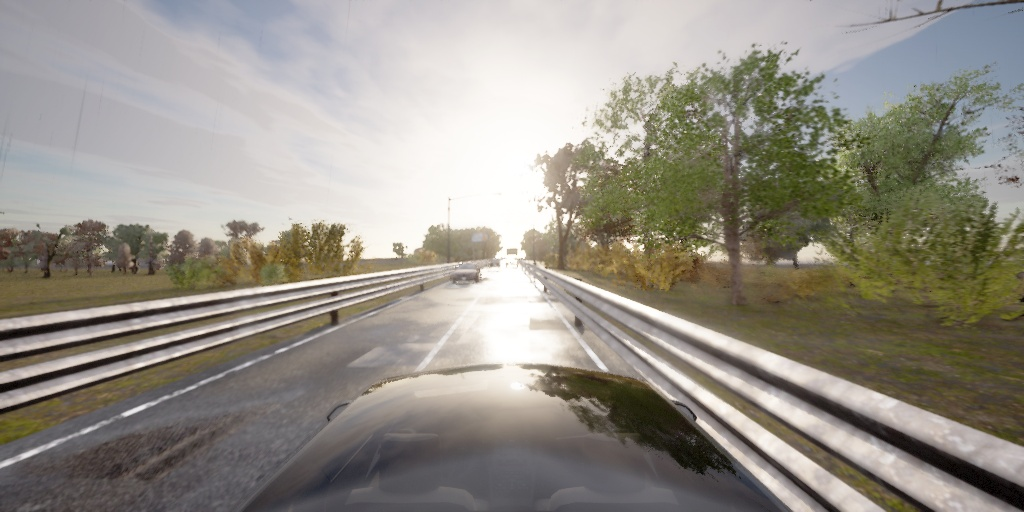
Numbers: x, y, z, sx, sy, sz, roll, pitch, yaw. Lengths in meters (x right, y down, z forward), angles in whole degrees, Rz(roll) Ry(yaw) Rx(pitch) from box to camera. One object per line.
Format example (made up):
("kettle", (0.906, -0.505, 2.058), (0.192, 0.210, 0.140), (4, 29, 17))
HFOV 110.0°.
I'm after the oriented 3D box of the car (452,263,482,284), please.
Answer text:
("car", (-3.344, 1.293, 27.231), (1.812, 1.442, 4.674), (0, 0, 0))
